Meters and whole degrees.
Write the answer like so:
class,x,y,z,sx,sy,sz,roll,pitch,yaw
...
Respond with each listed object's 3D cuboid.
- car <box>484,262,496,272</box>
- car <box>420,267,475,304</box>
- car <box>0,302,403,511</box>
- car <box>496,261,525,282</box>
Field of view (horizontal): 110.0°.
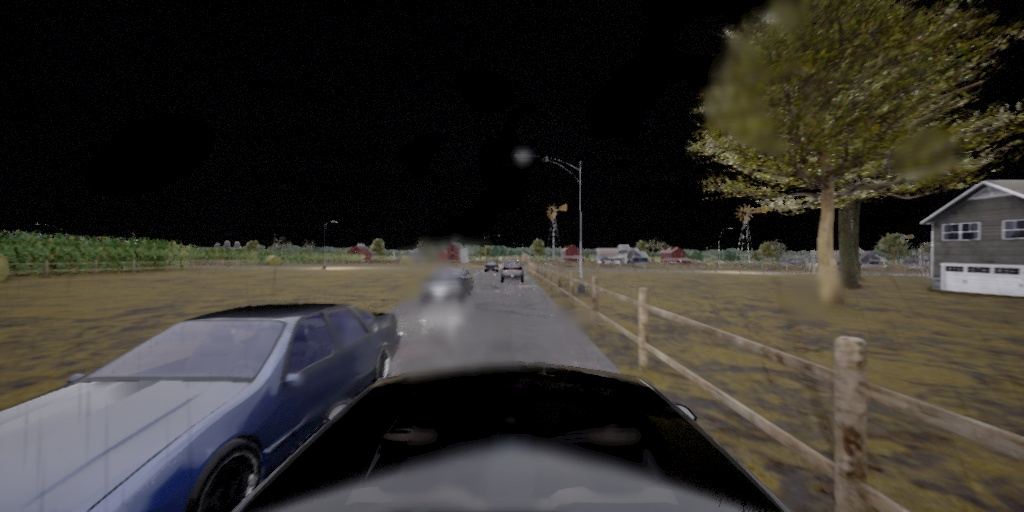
class,x,y,z,sx,sy,sz,roll,pitch,yaw
car,-2.738,1.476,48.812,2.033,1.411,5.357,0,0,0
car,-2.831,1.265,16.547,2.128,1.511,4.902,0,0,0
car,-2.849,1.301,4.154,2.033,1.411,5.357,0,0,0
car,0.053,1.306,29.466,2.128,1.511,4.902,0,0,1
